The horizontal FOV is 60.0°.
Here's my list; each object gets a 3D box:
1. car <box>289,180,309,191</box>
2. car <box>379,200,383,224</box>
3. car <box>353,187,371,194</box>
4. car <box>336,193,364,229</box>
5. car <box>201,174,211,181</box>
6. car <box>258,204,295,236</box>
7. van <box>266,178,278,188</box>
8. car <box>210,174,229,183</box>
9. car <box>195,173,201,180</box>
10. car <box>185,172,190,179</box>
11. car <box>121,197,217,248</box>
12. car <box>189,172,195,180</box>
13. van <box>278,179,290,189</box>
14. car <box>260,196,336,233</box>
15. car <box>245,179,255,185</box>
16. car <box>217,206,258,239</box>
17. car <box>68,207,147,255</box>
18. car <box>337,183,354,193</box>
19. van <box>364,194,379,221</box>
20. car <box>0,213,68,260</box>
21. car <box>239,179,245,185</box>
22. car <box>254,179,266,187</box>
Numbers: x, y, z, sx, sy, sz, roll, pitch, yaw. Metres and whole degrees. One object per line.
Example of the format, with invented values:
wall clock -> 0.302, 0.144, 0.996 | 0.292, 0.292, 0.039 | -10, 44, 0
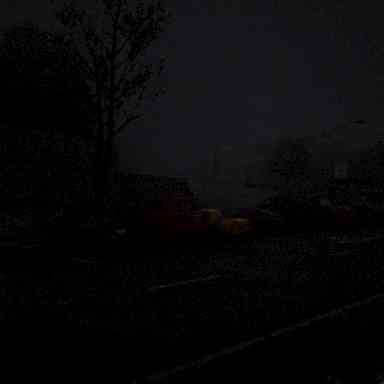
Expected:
car -> 21.040, -0.992, 63.677 | 2.231, 1.521, 4.892 | 7, 3, 35
car -> 12.870, 1.403, 25.364 | 4.553, 1.767, 2.185 | -1, -1, 36
car -> 27.895, 0.137, 53.787 | 2.002, 1.452, 4.674 | 7, 3, 35
car -> 7.907, 1.267, 21.967 | 5.566, 2.045, 2.435 | -1, -1, 35
car -> 5.551, -3.698, 85.867 | 2.435, 2.045, 5.566 | 7, 4, 34
car -> 2.950, 1.549, 18.528 | 4.674, 1.452, 2.002 | -1, -1, 35
van -> 17.574, -1.764, 68.527 | 1.878, 1.987, 4.442 | 7, 4, 35
car -> 7.392, -3.176, 83.599 | 1.946, 1.575, 5.366 | 7, 3, 34
car -> 3.769, -3.850, 88.342 | 2.185, 1.767, 4.553 | 6, 3, 34
car -> 0.290, -4.362, 93.176 | 2.435, 2.045, 5.566 | 1, -1, 35
car -> -1.993, 1.248, 15.096 | 5.566, 2.045, 2.435 | -1, -1, 35
car -> 2.051, -4.085, 90.820 | 2.185, 1.767, 4.553 | 4, 1, 34
van -> 19.292, -1.490, 66.048 | 1.878, 1.987, 4.442 | 7, 4, 35
car -> 5.385, 1.263, 20.274 | 5.566, 2.045, 2.435 | -1, -1, 35
car -> 14.192, -2.043, 73.595 | 2.002, 1.452, 4.674 | 7, 4, 35
car -> 0.336, 1.503, 16.913 | 5.366, 1.575, 1.946 | -1, -1, 35
car -> -4.446, 1.524, 13.363 | 4.792, 1.488, 2.163 | -1, -1, 35
car -> 26.216, -0.426, 56.267 | 2.435, 2.045, 5.566 | 7, 3, 35
van -> 10.453, 1.297, 23.625 | 4.442, 1.987, 1.878 | -1, -1, 35
car -> -6.874, 1.493, 11.628 | 4.892, 1.521, 2.231 | -1, -1, 35
car -> 12.462, -2.317, 76.065 | 2.002, 1.452, 4.674 | 7, 3, 35
car -> 16.013, -1.812, 71.266 | 1.946, 1.575, 5.366 | 7, 3, 35
